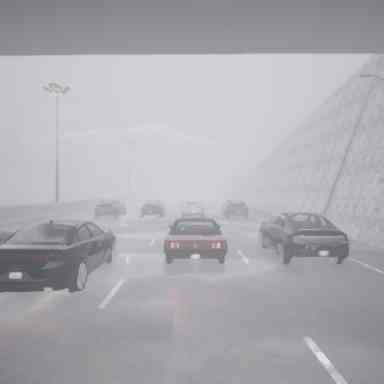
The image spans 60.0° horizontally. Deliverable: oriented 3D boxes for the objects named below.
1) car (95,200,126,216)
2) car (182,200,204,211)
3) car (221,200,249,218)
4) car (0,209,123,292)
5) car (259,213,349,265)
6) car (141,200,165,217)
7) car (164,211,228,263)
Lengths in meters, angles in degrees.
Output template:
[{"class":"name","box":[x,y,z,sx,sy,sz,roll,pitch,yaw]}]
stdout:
[{"class":"car","box":[-6.885,1.396,28.373,2.128,1.511,4.902,0,0,0]},{"class":"car","box":[0.102,1.428,29.450,1.812,1.442,4.674,0,0,0]},{"class":"car","box":[3.615,1.397,28.380,2.128,1.511,4.902,0,0,0]},{"class":"car","box":[-3.396,1.447,8.877,1.882,1.535,5.008,0,0,0]},{"class":"car","box":[3.605,1.453,11.511,2.128,1.511,4.902,0,0,0]},{"class":"car","box":[-3.398,1.427,29.453,1.812,1.442,4.674,0,0,0]},{"class":"car","box":[0.106,1.561,11.820,1.895,1.301,4.718,0,0,0]}]
